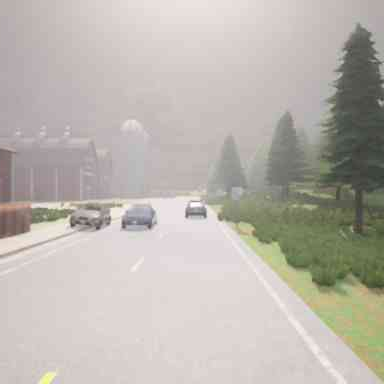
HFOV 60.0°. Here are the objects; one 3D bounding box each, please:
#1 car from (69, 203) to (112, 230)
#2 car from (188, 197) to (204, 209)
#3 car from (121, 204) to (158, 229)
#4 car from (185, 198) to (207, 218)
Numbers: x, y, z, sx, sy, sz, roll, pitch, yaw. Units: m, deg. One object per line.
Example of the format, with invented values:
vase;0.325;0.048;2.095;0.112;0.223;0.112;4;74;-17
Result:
car;-6.293;1.441;21.126;1.816;1.474;4.193;6;0;-2
car;0.508;1.515;45.955;2.128;1.511;4.902;0;0;1
car;-3.318;1.527;21.750;1.812;1.442;4.674;0;0;1
car;0.369;1.580;30.832;1.994;1.385;4.181;0;0;1
